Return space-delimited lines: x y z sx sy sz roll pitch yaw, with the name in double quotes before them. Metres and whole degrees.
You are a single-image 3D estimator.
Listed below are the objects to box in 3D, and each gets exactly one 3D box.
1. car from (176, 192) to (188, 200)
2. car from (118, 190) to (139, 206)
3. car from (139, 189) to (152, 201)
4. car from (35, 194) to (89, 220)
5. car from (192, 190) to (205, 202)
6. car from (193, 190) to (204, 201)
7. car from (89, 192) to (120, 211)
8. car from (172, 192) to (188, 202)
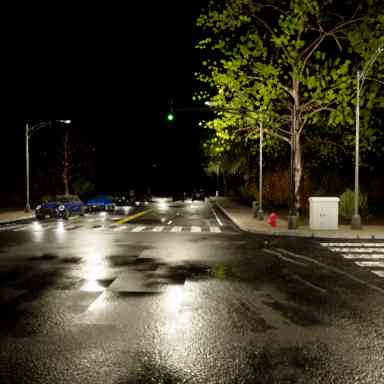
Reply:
"car" -1.962 0.808 65.093 2.128 1.511 4.902 0 1 1
"car" -9.059 0.725 44.823 2.150 2.045 5.566 0 1 1
"car" -8.594 0.564 59.994 2.150 2.045 5.566 0 0 1
"car" -9.579 1.044 24.465 2.097 1.767 4.553 0 1 2
"car" 1.035 0.776 54.981 2.097 1.767 4.553 0 1 1
"car" 1.289 0.545 65.038 2.150 2.045 5.566 0 1 1
"car" -9.321 1.077 34.551 1.882 1.535 5.008 0 1 1
"car" -2.225 0.968 54.678 2.033 1.411 5.357 0 1 1
